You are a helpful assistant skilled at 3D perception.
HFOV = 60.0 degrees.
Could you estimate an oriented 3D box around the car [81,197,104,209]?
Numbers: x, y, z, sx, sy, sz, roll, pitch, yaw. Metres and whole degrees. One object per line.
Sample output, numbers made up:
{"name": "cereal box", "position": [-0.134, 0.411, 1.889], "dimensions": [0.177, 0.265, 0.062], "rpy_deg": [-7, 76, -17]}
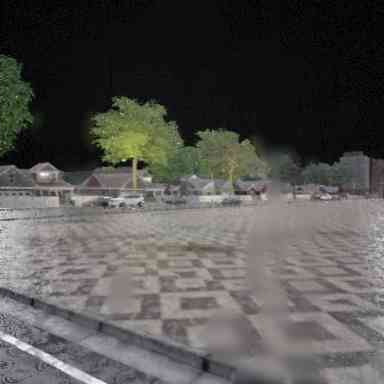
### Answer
{"name": "car", "position": [-13.514, 1.549, 47.721], "dimensions": [1.837, 1.490, 4.892], "rpy_deg": [0, 0, 38]}

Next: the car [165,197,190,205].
{"name": "car", "position": [-2.614, 1.692, 61.690], "dimensions": [2.033, 1.411, 5.357], "rpy_deg": [0, 0, 38]}

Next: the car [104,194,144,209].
{"name": "car", "position": [-9.322, 1.288, 47.824], "dimensions": [2.150, 2.045, 5.566], "rpy_deg": [0, 0, 38]}

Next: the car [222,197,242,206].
{"name": "car", "position": [7.097, 1.630, 58.312], "dimensions": [2.128, 1.511, 4.902], "rpy_deg": [0, 0, 38]}
